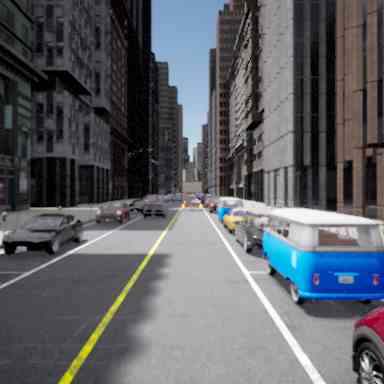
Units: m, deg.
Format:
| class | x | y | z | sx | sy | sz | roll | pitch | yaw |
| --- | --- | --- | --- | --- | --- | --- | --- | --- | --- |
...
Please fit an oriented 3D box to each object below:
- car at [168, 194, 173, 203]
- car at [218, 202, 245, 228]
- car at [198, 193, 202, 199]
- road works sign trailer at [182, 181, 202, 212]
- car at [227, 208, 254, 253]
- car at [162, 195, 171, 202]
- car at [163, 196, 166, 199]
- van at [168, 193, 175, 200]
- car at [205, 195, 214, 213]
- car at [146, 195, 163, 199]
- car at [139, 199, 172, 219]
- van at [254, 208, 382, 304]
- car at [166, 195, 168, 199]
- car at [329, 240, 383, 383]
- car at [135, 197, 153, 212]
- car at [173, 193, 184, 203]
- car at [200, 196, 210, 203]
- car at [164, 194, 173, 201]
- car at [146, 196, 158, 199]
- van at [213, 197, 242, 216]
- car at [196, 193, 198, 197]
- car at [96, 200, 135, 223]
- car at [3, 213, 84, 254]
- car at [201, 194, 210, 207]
| class | x | y | z | sx | sy | sz | roll | pitch | yaw |
| --- | --- | --- | --- | --- | --- | --- | --- | --- | --- |
| car | -5.767 | 1.534 | 69.811 | 2.008 | 1.369 | 4.403 | 0 | 0 | 0 |
| car | 2.763 | 1.516 | 19.262 | 1.752 | 1.417 | 4.829 | 0 | 0 | 0 |
| car | 2.759 | 1.299 | 64.186 | 2.192 | 1.841 | 5.009 | 0 | 0 | 0 |
| road works sign trailer | 0.012 | 0.451 | 39.364 | 2.380 | 3.560 | 2.880 | 0 | 0 | 0 |
| car | 2.764 | 1.543 | 13.456 | 2.008 | 1.369 | 4.403 | 0 | 0 | 0 |
| car | -5.768 | 1.508 | 75.277 | 1.752 | 1.417 | 4.829 | 0 | 0 | 0 |
| car | -5.766 | 1.551 | 52.902 | 1.947 | 1.339 | 4.313 | 0 | 0 | 0 |
| van | -5.769 | 1.323 | 92.356 | 1.690 | 1.788 | 3.998 | 0 | 0 | 0 |
| car | 2.762 | 1.427 | 36.002 | 1.967 | 1.590 | 4.097 | 0 | 0 | 0 |
| car | -5.764 | 1.300 | 47.265 | 2.192 | 1.841 | 5.009 | 0 | 0 | 0 |
| car | -3.102 | 1.588 | 28.920 | 1.895 | 1.301 | 4.718 | 0 | 0 | 0 |
| van | 2.765 | 1.337 | 7.819 | 1.690 | 1.788 | 3.998 | 0 | 0 | 0 |
| car | -5.766 | 1.424 | 58.538 | 1.967 | 1.590 | 4.097 | 0 | 0 | 0 |
| car | 2.766 | 1.439 | 2.183 | 1.967 | 1.590 | 4.097 | 0 | 0 | 0 |
| car | -5.764 | 1.553 | 35.992 | 1.947 | 1.339 | 4.313 | 0 | 0 | 0 |
| car | -3.007 | 1.332 | 70.105 | 2.097 | 1.767 | 4.553 | 0 | 0 | 0 |
| car | 2.758 | 1.549 | 69.822 | 1.947 | 1.339 | 4.313 | 0 | 0 | 0 |
| car | -5.768 | 1.422 | 81.083 | 1.967 | 1.590 | 4.097 | 0 | 0 | 0 |
| car | -5.764 | 1.531 | 41.629 | 1.887 | 1.381 | 4.507 | 0 | 0 | 0 |
| van | 2.763 | 1.330 | 24.729 | 1.690 | 1.788 | 3.998 | 0 | 0 | 0 |
| car | 2.755 | 1.548 | 92.369 | 1.947 | 1.339 | 4.313 | 0 | 0 | 0 |
| car | -5.762 | 1.429 | 24.721 | 1.967 | 1.590 | 4.097 | 0 | 0 | 0 |
| car | -5.761 | 1.558 | 13.448 | 1.947 | 1.339 | 4.313 | 0 | 0 | 0 |
| car | 2.760 | 1.426 | 47.275 | 1.967 | 1.590 | 4.097 | 0 | 0 | 0 |
